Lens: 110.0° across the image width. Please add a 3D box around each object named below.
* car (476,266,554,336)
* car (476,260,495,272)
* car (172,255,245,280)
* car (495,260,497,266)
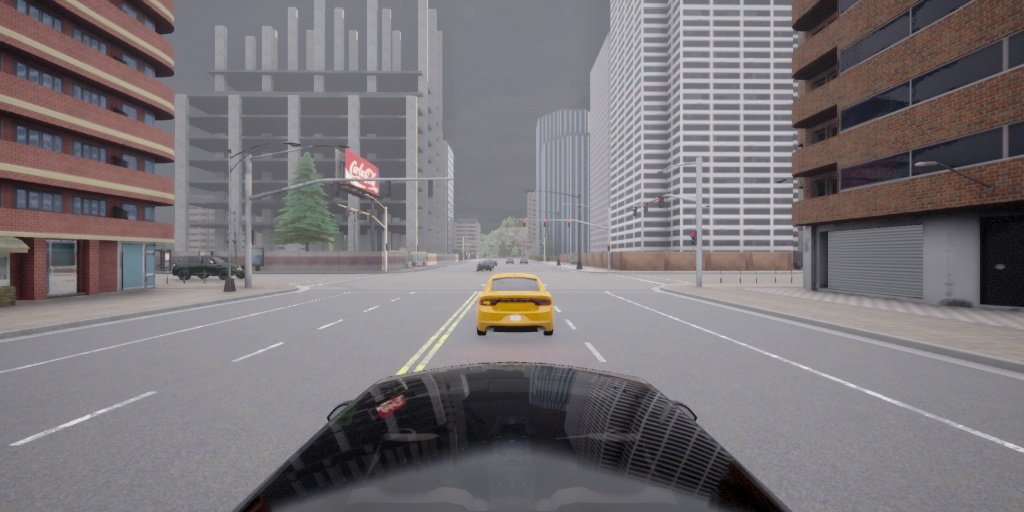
[{"bbox_3d":[0.065,1.228,10.468,1.882,1.535,5.008,0,0,0],"label":"car"},{"bbox_3d":[-3.456,1.351,44.167,1.895,1.301,4.718,0,0,-6],"label":"car"},{"bbox_3d":[-25.304,0.972,30.302,5.566,2.045,2.150,0,0,-1],"label":"car"},{"bbox_3d":[-3.880,1.297,57.592,2.033,1.411,5.357,0,0,0],"label":"car"}]
